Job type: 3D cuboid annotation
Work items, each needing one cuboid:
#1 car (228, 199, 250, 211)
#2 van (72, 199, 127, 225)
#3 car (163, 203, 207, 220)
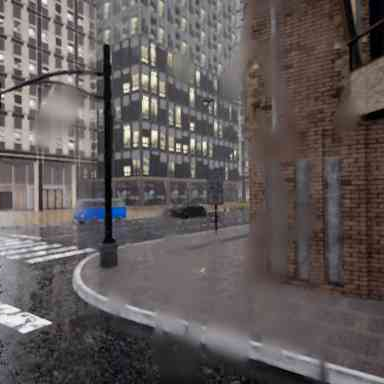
[{"bbox_3d":[6.276,1.608,41.787,1.752,1.417,4.829,-1,-1,36],"label":"car"},{"bbox_3d":[-6.559,1.380,23.878,1.690,1.788,3.998,-1,-1,36],"label":"van"},{"bbox_3d":[-0.556,1.575,27.801,1.994,1.385,4.181,-1,-1,36],"label":"car"}]
